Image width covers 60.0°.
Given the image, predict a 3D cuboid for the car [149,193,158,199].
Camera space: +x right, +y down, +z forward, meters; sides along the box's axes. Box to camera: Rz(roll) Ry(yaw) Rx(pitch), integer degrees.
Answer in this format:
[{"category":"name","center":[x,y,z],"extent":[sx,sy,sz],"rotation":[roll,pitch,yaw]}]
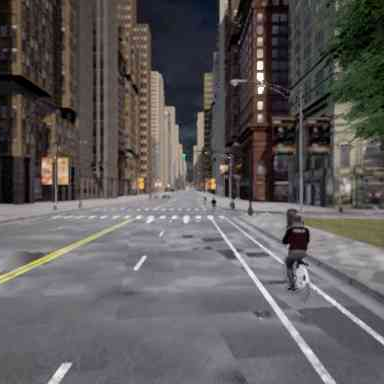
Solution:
[{"category":"car","center":[-9.782,1.072,84.213],"extent":[2.128,1.511,4.902],"rotation":[0,0,0]}]

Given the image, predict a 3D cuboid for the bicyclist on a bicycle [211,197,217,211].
[{"category":"bicyclist on a bicycle","center":[2.263,1.375,34.754],"extent":[0.659,1.776,1.843],"rotation":[1,0,0]}]

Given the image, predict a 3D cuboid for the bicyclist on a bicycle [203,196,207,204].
[{"category":"bicyclist on a bicycle","center":[2.229,1.423,56.495],"extent":[0.582,1.620,1.656],"rotation":[0,0,0]}]

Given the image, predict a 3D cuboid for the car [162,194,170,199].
[{"category":"car","center":[-6.532,1.100,84.215],"extent":[1.994,1.385,4.181],"rotation":[0,0,0]}]

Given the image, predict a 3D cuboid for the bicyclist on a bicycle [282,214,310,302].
[{"category":"bicyclist on a bicycle","center":[2.249,1.363,7.343],"extent":[0.659,1.776,1.843],"rotation":[0,0,0]}]
